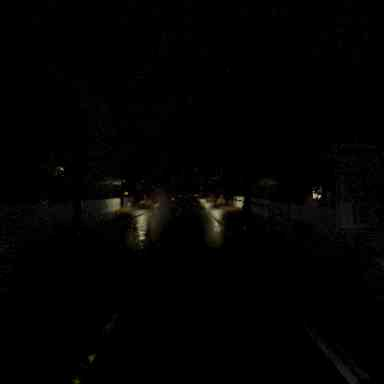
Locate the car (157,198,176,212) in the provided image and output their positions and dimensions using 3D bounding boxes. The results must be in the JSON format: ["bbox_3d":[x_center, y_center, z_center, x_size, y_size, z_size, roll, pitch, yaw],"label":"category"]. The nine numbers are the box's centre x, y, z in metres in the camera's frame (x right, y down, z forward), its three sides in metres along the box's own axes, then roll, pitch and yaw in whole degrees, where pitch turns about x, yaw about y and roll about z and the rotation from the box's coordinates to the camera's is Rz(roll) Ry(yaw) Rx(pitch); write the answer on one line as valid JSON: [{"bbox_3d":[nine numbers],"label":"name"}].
[{"bbox_3d":[-2.827,1.439,37.804,1.812,1.442,4.674,0,0,0],"label":"car"}]

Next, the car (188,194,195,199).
[{"bbox_3d":[-0.197,1.156,93.553,1.895,1.301,4.718,0,0,0],"label":"car"}]

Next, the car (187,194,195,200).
[{"bbox_3d":[-0.176,1.232,83.237,1.882,1.535,5.008,0,0,0],"label":"car"}]
